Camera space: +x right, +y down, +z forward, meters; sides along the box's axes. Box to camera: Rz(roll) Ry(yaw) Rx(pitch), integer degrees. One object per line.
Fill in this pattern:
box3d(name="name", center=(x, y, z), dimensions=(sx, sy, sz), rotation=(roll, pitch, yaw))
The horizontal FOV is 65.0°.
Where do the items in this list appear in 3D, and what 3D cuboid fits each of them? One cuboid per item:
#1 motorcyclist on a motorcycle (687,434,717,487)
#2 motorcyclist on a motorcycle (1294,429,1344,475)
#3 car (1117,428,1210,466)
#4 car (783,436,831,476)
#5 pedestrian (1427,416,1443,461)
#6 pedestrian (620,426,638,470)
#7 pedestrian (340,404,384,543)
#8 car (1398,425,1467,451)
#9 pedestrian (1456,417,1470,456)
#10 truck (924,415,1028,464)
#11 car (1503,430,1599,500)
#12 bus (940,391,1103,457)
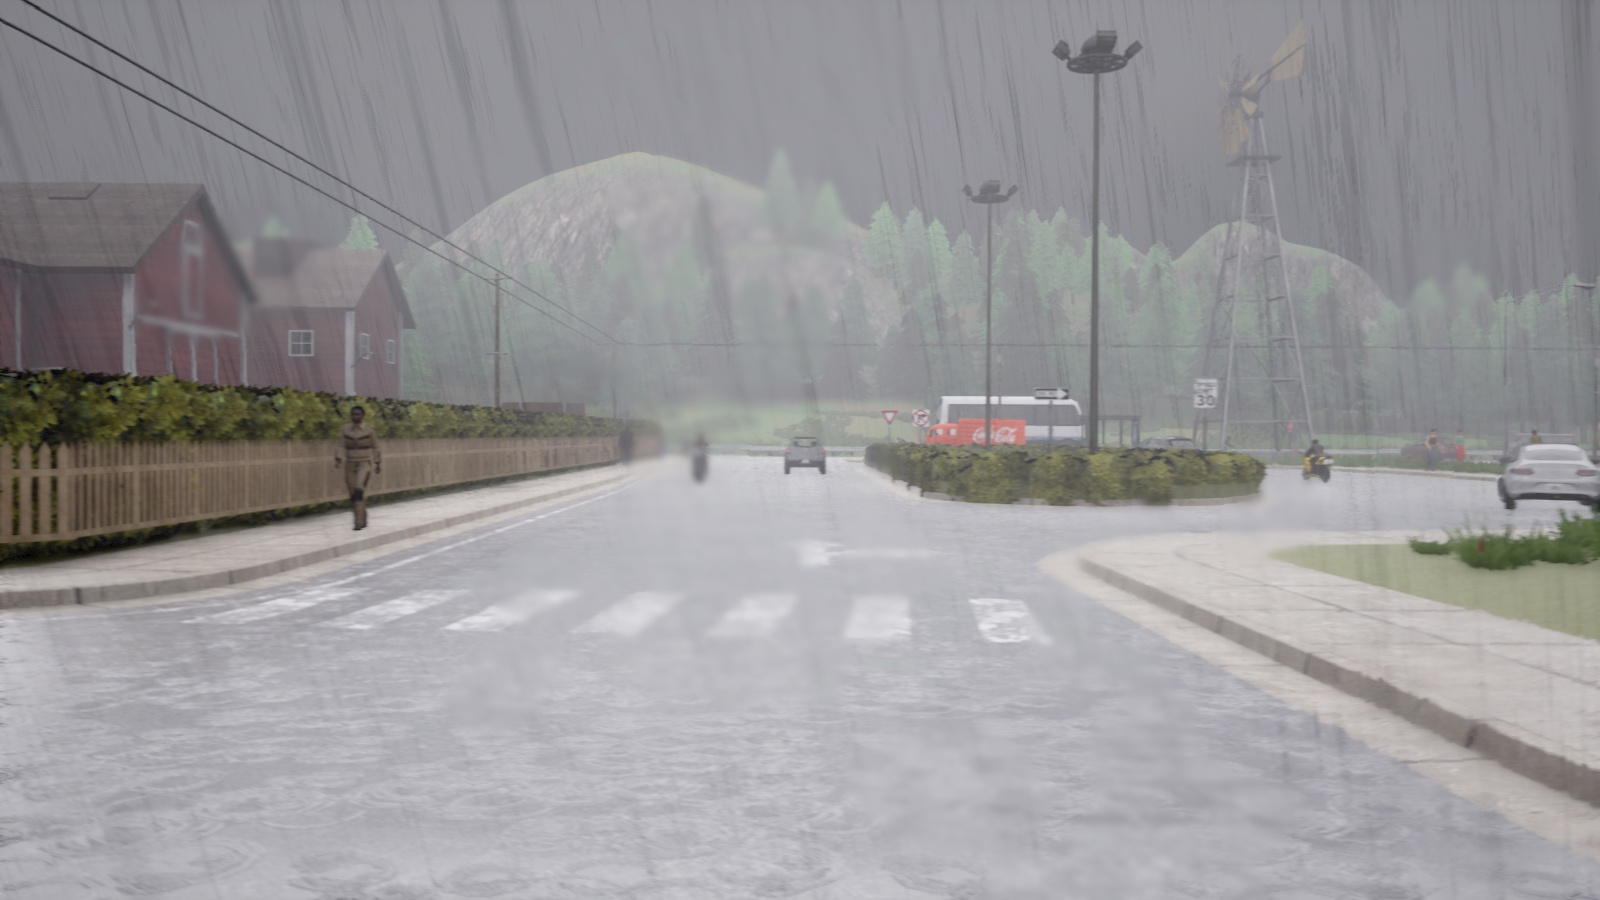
box3d(name="motorcyclist on a motorcycle", center=(-3.161, 0.314, 40.626), dimensions=(0.766, 1.649, 2.350), rotation=(-1, 1, -1))
box3d(name="motorcyclist on a motorcycle", center=(17.631, 0.063, 42.717), dimensions=(0.797, 1.523, 2.044), rotation=(-1, 1, -1))
box3d(name="car", center=(16.812, -0.161, 58.312), dimensions=(2.033, 1.649, 4.856), rotation=(-1, 1, -13))
box3d(name="car", center=(0.250, 0.218, 50.629), dimensions=(1.845, 1.501, 3.633), rotation=(-1, 1, -1))
box3d(name="pedestrian", center=(26.019, -0.471, 51.433), dimensions=(0.345, 1.836, 0.594), rotation=(-1, 1, 1))
box3d(name="pedestrian", center=(-7.223, -0.076, 53.077), dimensions=(0.634, 1.844, 0.899), rotation=(-1, 1, -2))
box3d(name="pedestrian", center=(-6.226, 0.323, 17.858), dimensions=(0.396, 1.930, 0.692), rotation=(-1, 1, -4))
box3d(name="car", center=(41.924, -0.796, 83.303), dimensions=(1.851, 1.617, 3.988), rotation=(-1, 1, -16))
box3d(name="pedestrian", center=(31.610, -0.638, 59.900), dimensions=(0.345, 1.836, 0.594), rotation=(-1, 1, -1))
box3d(name="truck", center=(9.195, -0.563, 65.458), dimensions=(5.204, 2.467, 2.627), rotation=(0, 1, 12))
box3d(name="car", center=(16.955, 0.284, 28.315), dimensions=(1.812, 1.442, 4.674), rotation=(0, 1, 28))
box3d(name="bus", center=(14.880, -1.756, 85.037), dimensions=(10.273, 4.253, 3.944), rotation=(-1, 1, 0))
